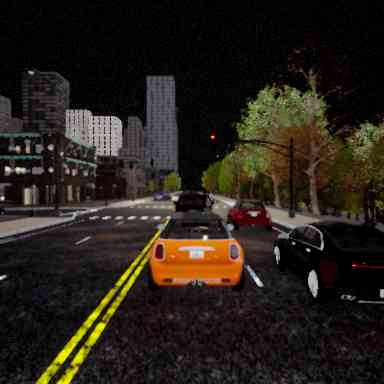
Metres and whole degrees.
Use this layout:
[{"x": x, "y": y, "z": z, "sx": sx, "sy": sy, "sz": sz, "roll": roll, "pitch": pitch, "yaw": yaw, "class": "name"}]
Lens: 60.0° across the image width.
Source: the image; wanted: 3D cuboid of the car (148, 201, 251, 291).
[{"x": 0.100, "y": 1.303, "z": 9.019, "sx": 2.097, "sy": 1.767, "sz": 4.553, "roll": 0, "pitch": 0, "yaw": 0, "class": "car"}]

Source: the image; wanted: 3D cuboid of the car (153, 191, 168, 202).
[{"x": -6.503, "y": 0.851, "z": 67.698, "sx": 2.150, "sy": 2.045, "sz": 5.566, "roll": 0, "pitch": 1, "yaw": 0, "class": "car"}]

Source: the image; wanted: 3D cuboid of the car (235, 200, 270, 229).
[{"x": 3.350, "y": 1.244, "z": 20.117, "sx": 2.097, "sy": 1.767, "sz": 4.553, "roll": 0, "pitch": 0, "yaw": 0, "class": "car"}]

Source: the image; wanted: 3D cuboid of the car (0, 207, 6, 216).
[{"x": -19.954, "y": 1.649, "z": 31.359, "sx": 4.313, "sy": 1.339, "sz": 1.947, "roll": -1, "pitch": 2, "yaw": 0, "class": "car"}]

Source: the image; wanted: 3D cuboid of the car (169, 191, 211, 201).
[{"x": 0.101, "y": 1.121, "z": 18.784, "sx": 2.150, "sy": 2.045, "sz": 5.566, "roll": 0, "pitch": 0, "yaw": 0, "class": "car"}]

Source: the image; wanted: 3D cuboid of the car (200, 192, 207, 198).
[{"x": 3.249, "y": 0.849, "z": 92.209, "sx": 1.812, "sy": 1.442, "sz": 4.674, "roll": 0, "pitch": 0, "yaw": 0, "class": "car"}]

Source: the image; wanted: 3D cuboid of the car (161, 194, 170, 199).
[{"x": -6.499, "y": 1.132, "z": 83.198, "sx": 1.895, "sy": 1.301, "sz": 4.718, "roll": 0, "pitch": 0, "yaw": 0, "class": "car"}]

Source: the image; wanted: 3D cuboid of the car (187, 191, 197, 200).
[{"x": -0.001, "y": 0.768, "z": 81.820, "sx": 2.150, "sy": 2.045, "sz": 5.566, "roll": 0, "pitch": 0, "yaw": 0, "class": "car"}]

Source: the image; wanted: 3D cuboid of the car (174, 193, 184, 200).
[{"x": -3.249, "y": 1.062, "z": 83.228, "sx": 2.128, "sy": 1.511, "sz": 4.902, "roll": 0, "pitch": 0, "yaw": 0, "class": "car"}]

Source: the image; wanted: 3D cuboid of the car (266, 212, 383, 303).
[{"x": 3.350, "y": 1.462, "z": 8.074, "sx": 1.837, "sy": 1.490, "sz": 4.892, "roll": 0, "pitch": 0, "yaw": 0, "class": "car"}]

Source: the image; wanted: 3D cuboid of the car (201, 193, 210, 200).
[{"x": 3.249, "y": 1.083, "z": 81.792, "sx": 2.033, "sy": 1.411, "sz": 5.357, "roll": 0, "pitch": 0, "yaw": 0, "class": "car"}]
